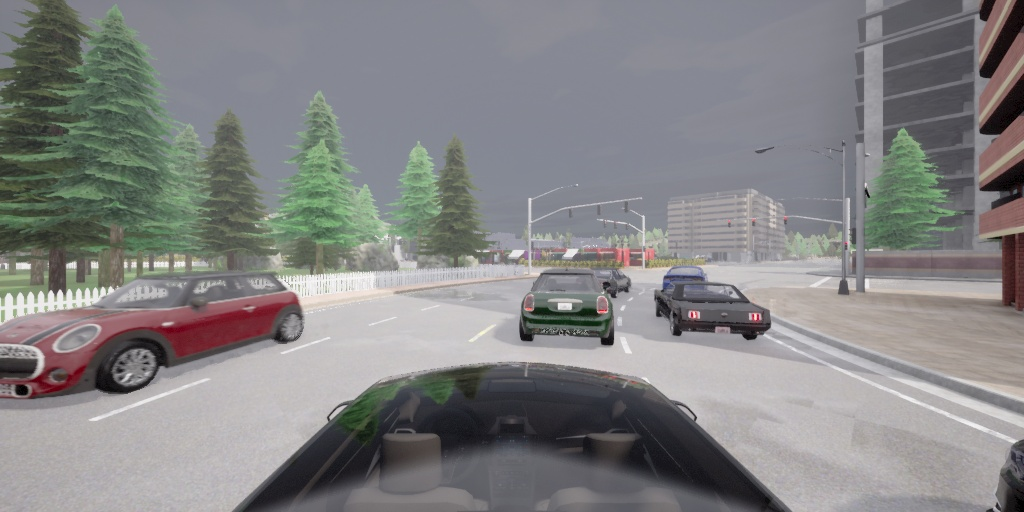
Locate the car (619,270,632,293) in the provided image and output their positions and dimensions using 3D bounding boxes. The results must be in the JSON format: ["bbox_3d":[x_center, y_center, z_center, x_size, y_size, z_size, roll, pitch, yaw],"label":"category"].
[{"bbox_3d":[4.807,1.297,18.532,2.033,1.411,5.357,0,0,29],"label":"car"}]

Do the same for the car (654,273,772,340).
[{"bbox_3d":[5.216,1.351,10.072,1.895,1.301,4.718,0,0,14],"label":"car"}]

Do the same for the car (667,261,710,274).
[{"bbox_3d":[9.062,1.228,18.590,1.882,1.535,5.008,0,0,30],"label":"car"}]

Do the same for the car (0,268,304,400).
[{"bbox_3d":[-6.315,1.102,6.796,2.097,1.767,4.553,0,0,9],"label":"car"}]

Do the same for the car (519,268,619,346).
[{"bbox_3d":[1.587,1.102,9.768,2.097,1.767,4.553,0,0,12],"label":"car"}]
